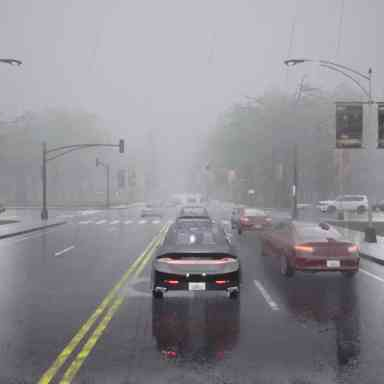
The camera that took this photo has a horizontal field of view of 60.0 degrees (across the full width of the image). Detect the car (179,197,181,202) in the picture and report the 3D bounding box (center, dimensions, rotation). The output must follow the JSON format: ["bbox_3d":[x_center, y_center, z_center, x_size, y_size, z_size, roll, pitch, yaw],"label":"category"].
[{"bbox_3d":[-3.400,1.781,61.937,1.994,1.385,4.181,0,0,0],"label":"car"}]

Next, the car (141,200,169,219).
[{"bbox_3d":[-3.386,1.659,29.714,1.895,1.301,4.718,0,0,0],"label":"car"}]

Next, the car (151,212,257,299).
[{"bbox_3d":[0.088,1.496,8.444,2.128,1.511,4.902,0,0,0],"label":"car"}]

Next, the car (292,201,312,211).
[{"bbox_3d":[14.811,1.772,40.764,4.718,1.301,1.895,0,0,0],"label":"car"}]

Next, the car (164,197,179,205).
[{"bbox_3d":[-3.332,1.633,48.114,2.128,1.511,4.902,0,0,-2],"label":"car"}]

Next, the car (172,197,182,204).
[{"bbox_3d":[-3.351,1.869,74.261,2.033,1.411,5.357,0,-1,0],"label":"car"}]

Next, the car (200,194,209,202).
[{"bbox_3d":[3.138,1.642,82.558,2.150,2.045,5.566,0,-1,0],"label":"car"}]

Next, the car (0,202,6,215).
[{"bbox_3d":[-20.182,1.224,30.508,5.566,2.045,2.150,0,0,-1],"label":"car"}]

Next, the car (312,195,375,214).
[{"bbox_3d":[17.056,1.399,37.541,5.566,2.045,2.150,0,0,-1],"label":"car"}]

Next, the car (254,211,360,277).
[{"bbox_3d":[3.332,1.533,10.162,1.812,1.442,4.674,0,0,0],"label":"car"}]

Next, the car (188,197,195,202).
[{"bbox_3d":[-0.127,1.965,92.940,1.994,1.385,4.181,0,-1,0],"label":"car"}]

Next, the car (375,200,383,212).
[{"bbox_3d":[23.942,1.695,40.849,5.008,1.535,1.882,0,0,0],"label":"car"}]

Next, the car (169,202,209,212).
[{"bbox_3d":[0.077,1.517,17.851,2.128,1.511,4.902,0,0,0],"label":"car"}]

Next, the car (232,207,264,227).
[{"bbox_3d":[3.335,1.555,18.970,1.812,1.442,4.674,0,0,1],"label":"car"}]

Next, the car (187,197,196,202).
[{"bbox_3d":[-0.112,1.893,82.487,1.882,1.535,5.008,0,-1,0],"label":"car"}]
